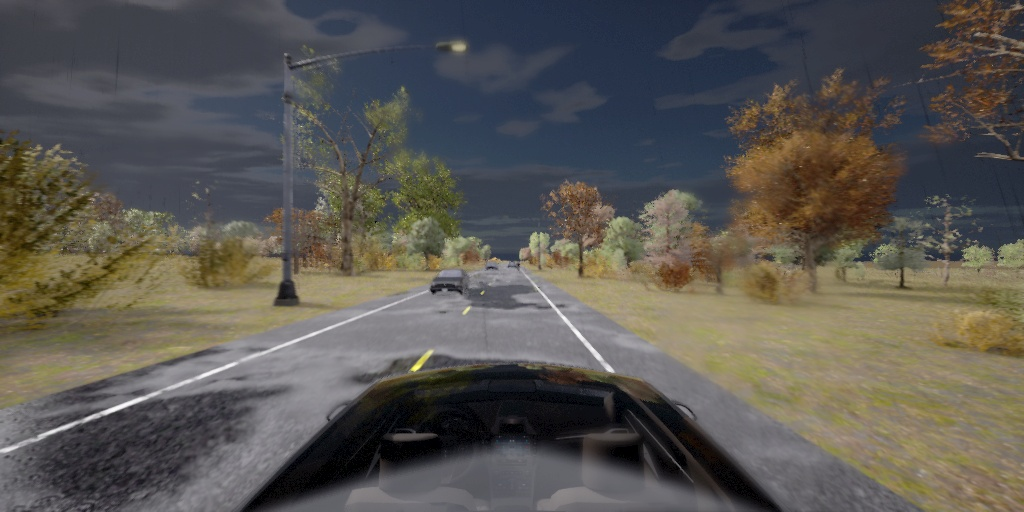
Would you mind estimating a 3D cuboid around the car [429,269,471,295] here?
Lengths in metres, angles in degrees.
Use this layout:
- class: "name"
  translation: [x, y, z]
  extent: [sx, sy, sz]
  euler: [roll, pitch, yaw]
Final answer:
- class: "car"
  translation: [-3.601, 1.479, 21.805]
  extent: [2.033, 1.411, 5.357]
  euler: [0, -1, 0]

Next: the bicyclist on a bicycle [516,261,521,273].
- class: "bicyclist on a bicycle"
  translation: [0.955, 1.595, 51.663]
  extent: [0.659, 1.776, 1.843]
  euler: [0, 0, 0]

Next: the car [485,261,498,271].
- class: "car"
  translation: [-3.530, 1.697, 63.399]
  extent: [2.097, 1.767, 4.553]
  euler: [0, -1, 0]
